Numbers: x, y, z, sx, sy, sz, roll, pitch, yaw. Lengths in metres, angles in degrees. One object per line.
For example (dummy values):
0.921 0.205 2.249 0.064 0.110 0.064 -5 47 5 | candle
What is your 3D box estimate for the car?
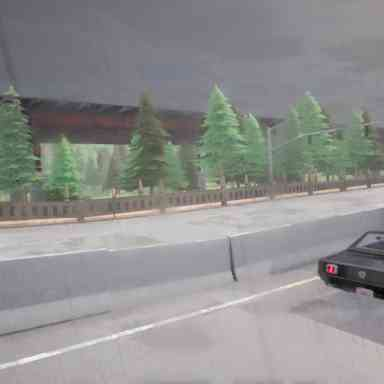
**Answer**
4.908 1.443 7.275 4.718 1.301 1.895 -3 2 -36 | car
